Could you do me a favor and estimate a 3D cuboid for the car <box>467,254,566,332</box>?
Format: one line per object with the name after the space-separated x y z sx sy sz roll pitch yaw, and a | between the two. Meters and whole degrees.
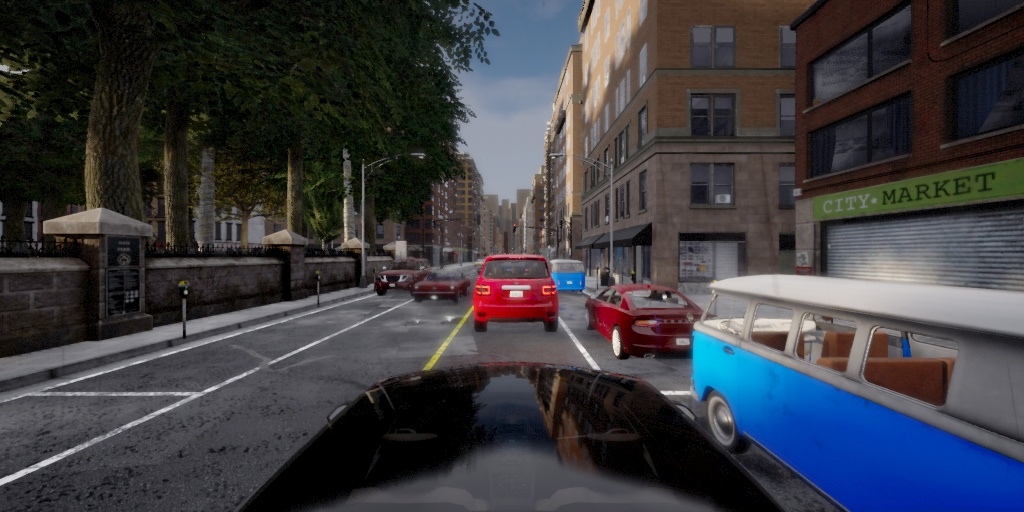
0.095 0.970 10.972 2.150 2.045 5.566 0 0 0 | car

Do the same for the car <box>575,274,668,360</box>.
2.855 1.294 8.214 1.888 1.381 4.507 0 0 0 | car

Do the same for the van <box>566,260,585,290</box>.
2.851 1.085 19.535 1.690 1.789 3.998 0 0 0 | van

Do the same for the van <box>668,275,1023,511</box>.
2.856 1.091 2.553 1.690 1.789 3.998 0 0 0 | van

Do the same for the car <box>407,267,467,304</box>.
-3.095 1.347 16.476 1.895 1.301 4.718 0 0 0 | car

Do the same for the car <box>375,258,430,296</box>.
-5.673 1.059 19.492 2.192 1.841 5.009 0 0 0 | car
